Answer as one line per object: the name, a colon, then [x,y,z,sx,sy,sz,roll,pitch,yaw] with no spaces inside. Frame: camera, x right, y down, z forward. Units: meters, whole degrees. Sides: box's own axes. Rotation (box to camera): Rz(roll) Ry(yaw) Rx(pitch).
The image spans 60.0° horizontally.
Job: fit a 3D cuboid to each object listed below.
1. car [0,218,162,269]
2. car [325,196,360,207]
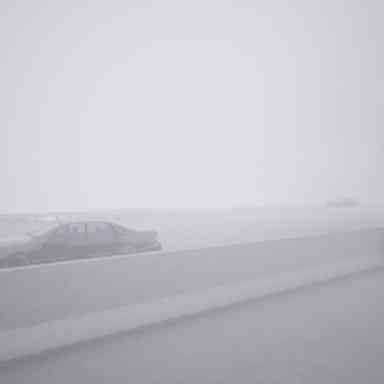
car: [-3.553,1.527,10.049,5.357,1.411,2.033,0,0,-35]
car: [16.867,1.166,37.194,5.008,1.535,1.882,0,0,-35]
